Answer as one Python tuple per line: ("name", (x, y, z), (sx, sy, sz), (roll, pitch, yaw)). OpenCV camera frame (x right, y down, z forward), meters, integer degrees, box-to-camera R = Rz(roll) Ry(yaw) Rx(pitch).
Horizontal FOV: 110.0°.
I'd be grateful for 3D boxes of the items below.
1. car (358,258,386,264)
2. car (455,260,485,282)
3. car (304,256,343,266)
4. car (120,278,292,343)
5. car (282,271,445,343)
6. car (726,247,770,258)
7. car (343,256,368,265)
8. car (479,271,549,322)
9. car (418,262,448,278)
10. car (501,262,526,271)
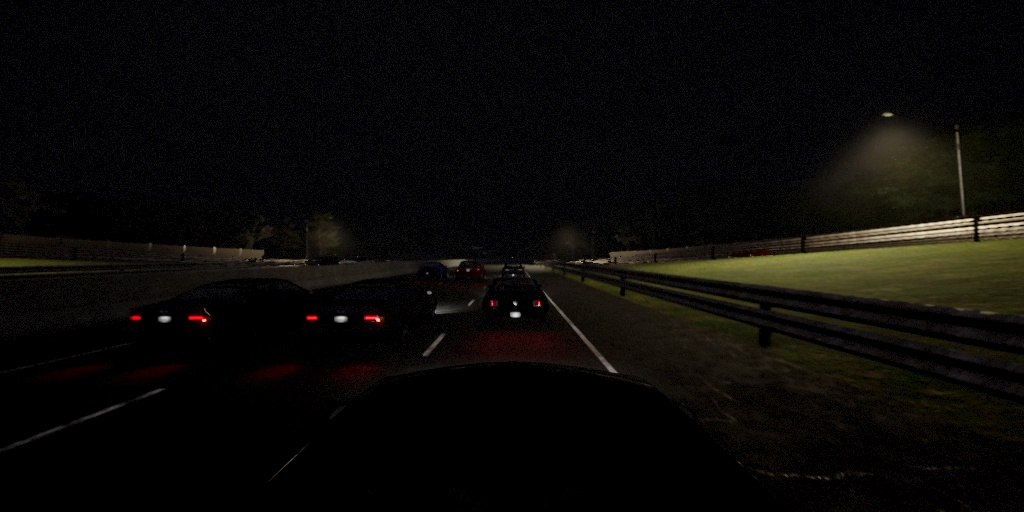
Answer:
("car", (-17.585, 1.322, 46.533), (2.128, 1.511, 4.902), (0, 0, 0))
("car", (-3.401, 1.139, 29.866), (2.097, 1.767, 4.553), (0, 0, 0))
("car", (-24.581, 1.053, 46.456), (2.150, 2.045, 5.566), (0, 0, 0))
("car", (-6.900, 1.305, 9.632), (2.033, 1.411, 5.357), (0, 0, 0))
("car", (-3.400, 1.304, 9.638), (2.033, 1.411, 5.357), (0, 0, 0))
("car", (28.065, -0.328, 42.936), (1.882, 1.535, 5.008), (0, -4, -13))
("car", (-21.081, 1.058, 48.261), (2.150, 2.045, 5.566), (0, 0, 0))
("car", (0.099, 1.360, 12.279), (1.895, 1.301, 4.718), (0, 0, 0))
("car", (-6.901, 1.269, 31.747), (1.882, 1.535, 5.008), (0, 0, 0))
("car", (0.099, 1.279, 30.084), (2.128, 1.511, 4.902), (0, 0, 0))
